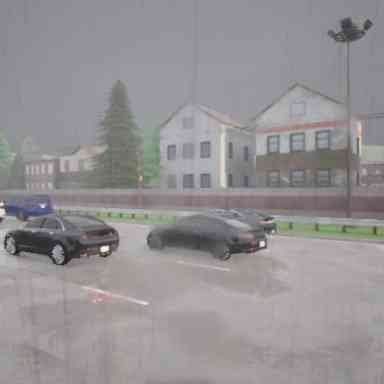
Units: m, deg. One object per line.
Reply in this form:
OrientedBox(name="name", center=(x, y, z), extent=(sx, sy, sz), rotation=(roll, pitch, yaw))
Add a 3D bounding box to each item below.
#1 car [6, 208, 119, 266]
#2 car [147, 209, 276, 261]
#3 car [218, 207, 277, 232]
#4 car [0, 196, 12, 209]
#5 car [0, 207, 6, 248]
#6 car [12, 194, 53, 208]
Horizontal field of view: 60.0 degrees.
OrientedBox(name="car", center=(-4.635, 1.496, 11.578), extent=(4.892, 1.490, 1.837), rotation=(0, 0, 36))
OrientedBox(name="car", center=(0.429, 1.520, 12.239), extent=(4.674, 1.442, 1.812), rotation=(0, 0, 36))
OrientedBox(name="car", center=(1.532, 1.485, 15.761), extent=(4.902, 1.511, 2.128), rotation=(0, 0, 36))
OrientedBox(name="car", center=(-15.355, 1.199, 23.534), extent=(5.566, 2.045, 2.150), rotation=(0, 0, 36))
OrientedBox(name="car", center=(-7.470, 1.344, 9.303), extent=(4.553, 1.767, 2.097), rotation=(0, 0, 36))
OrientedBox(name="car", center=(-13.280, 1.199, 26.355), extent=(5.566, 2.045, 2.150), rotation=(0, 0, 36))
